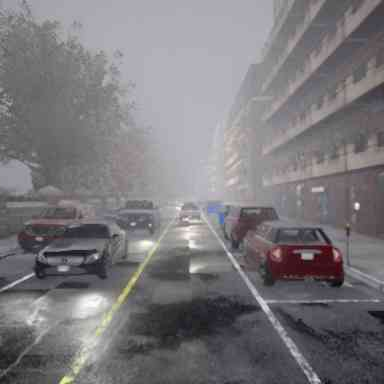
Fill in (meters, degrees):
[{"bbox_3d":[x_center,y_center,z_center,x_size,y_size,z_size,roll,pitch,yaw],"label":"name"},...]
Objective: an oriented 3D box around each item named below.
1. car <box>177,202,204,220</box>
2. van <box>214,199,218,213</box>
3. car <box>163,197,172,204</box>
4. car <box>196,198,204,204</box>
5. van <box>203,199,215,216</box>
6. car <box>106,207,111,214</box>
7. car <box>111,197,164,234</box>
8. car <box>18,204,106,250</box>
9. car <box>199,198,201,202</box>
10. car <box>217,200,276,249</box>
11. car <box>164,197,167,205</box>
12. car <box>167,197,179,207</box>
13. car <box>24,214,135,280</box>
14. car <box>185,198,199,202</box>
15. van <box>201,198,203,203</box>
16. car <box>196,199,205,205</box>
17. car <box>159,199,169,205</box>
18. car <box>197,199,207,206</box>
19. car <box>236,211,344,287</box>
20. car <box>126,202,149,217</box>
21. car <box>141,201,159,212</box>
[{"bbox_3d":[-0.175,1.902,31.094,1.895,1.301,4.718,0,-1,0],"label":"car"},{"bbox_3d":[2.555,1.532,20.649,1.690,1.788,3.998,1,-1,0],"label":"van"},{"bbox_3d":[-6.356,2.173,86.859,2.192,1.841,5.009,1,-1,0],"label":"car"},{"bbox_3d":[2.022,2.267,86.925,1.967,1.590,4.097,1,-1,0],"label":"car"},{"bbox_3d":[2.422,1.691,37.220,1.690,1.788,3.998,1,-1,0],"label":"van"},{"bbox_3d":[-5.872,1.840,26.104,1.947,1.339,4.313,1,-1,0],"label":"car"},{"bbox_3d":[-3.241,1.438,21.112,2.150,2.045,5.566,0,-1,0],"label":"car"},{"bbox_3d":[-5.779,1.483,15.060,2.192,1.841,5.009,1,-1,0],"label":"car"},{"bbox_3d":[2.330,1.983,48.433,1.752,1.417,4.829,1,-1,0],"label":"car"},{"bbox_3d":[2.600,1.453,15.127,2.192,1.841,5.009,1,-1,0],"label":"car"},{"bbox_3d":[-6.134,1.907,59.244,2.192,1.841,5.009,1,-1,0],"label":"car"},{"bbox_3d":[-3.514,2.105,63.749,1.882,1.535,5.008,0,0,0],"label":"car"},{"bbox_3d":[-3.168,1.640,10.483,1.812,1.442,4.674,0,-1,0],"label":"car"},{"bbox_3d":[-0.298,1.936,44.596,1.837,1.490,4.892,0,0,0],"label":"car"},{"bbox_3d":[2.378,1.744,42.742,1.690,1.788,3.998,1,-1,0],"label":"van"},{"bbox_3d":[2.064,2.340,81.401,1.947,1.339,4.313,1,-1,0],"label":"car"},{"bbox_3d":[-6.271,2.317,75.810,1.947,1.339,4.313,1,-1,0],"label":"car"},{"bbox_3d":[2.153,2.234,70.354,1.947,1.339,4.313,1,-1,0],"label":"car"},{"bbox_3d":[2.643,1.525,9.602,1.967,1.590,4.097,1,-1,0],"label":"car"},{"bbox_3d":[-5.959,1.904,36.980,1.752,1.417,4.829,1,-1,0],"label":"car"},{"bbox_3d":[-6.049,2.037,48.195,2.008,1.369,4.403,1,-1,0],"label":"car"}]
